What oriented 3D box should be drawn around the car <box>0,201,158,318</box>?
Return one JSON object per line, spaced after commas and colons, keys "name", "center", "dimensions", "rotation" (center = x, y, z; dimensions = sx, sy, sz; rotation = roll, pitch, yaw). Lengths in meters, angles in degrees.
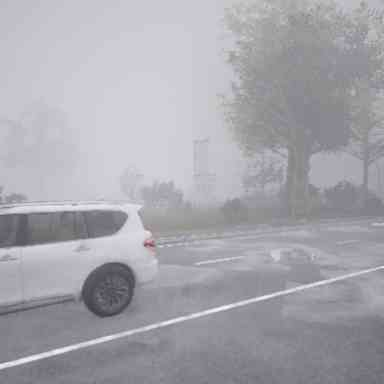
{"name": "car", "center": [-3.291, 1.216, 5.915], "dimensions": [5.566, 2.045, 2.150], "rotation": [0, 0, -35]}
